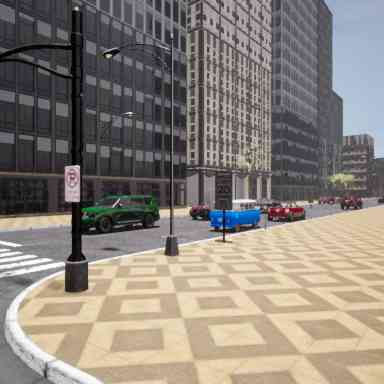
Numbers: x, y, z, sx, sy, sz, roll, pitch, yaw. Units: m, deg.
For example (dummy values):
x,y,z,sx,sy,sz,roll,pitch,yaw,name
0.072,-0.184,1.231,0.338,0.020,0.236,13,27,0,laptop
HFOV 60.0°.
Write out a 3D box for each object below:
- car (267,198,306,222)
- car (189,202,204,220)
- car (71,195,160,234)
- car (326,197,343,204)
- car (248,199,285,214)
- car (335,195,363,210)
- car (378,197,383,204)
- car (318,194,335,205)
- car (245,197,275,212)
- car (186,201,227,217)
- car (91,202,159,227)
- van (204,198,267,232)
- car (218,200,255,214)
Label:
x,y,z,sx,sy,sz,roll,pitch,yaw,name
7.703,1.472,26.825,1.967,1.590,4.097,0,0,38,car
1.837,1.624,28.086,1.895,1.301,4.718,0,0,38,car
-4.380,1.238,20.019,2.150,2.045,5.566,0,0,39,car
28.711,1.624,66.849,2.008,1.369,4.403,0,0,38,car
8.224,1.523,36.322,2.128,1.511,4.902,0,0,38,car
21.323,1.368,44.426,2.192,1.841,5.009,0,0,38,car
38.347,1.658,66.425,1.947,1.339,4.313,0,0,38,car
25.306,1.381,62.450,2.192,1.841,5.009,0,0,38,car
8.281,1.471,40.449,1.967,1.590,4.097,0,0,38,car
1.471,1.604,31.648,1.802,1.307,4.206,0,0,38,car
-4.657,1.540,23.941,1.752,1.417,4.829,0,0,38,car
2.723,1.368,20.209,1.690,1.788,3.998,0,0,38,van
4.876,1.571,36.049,1.887,1.381,4.507,0,0,38,car
